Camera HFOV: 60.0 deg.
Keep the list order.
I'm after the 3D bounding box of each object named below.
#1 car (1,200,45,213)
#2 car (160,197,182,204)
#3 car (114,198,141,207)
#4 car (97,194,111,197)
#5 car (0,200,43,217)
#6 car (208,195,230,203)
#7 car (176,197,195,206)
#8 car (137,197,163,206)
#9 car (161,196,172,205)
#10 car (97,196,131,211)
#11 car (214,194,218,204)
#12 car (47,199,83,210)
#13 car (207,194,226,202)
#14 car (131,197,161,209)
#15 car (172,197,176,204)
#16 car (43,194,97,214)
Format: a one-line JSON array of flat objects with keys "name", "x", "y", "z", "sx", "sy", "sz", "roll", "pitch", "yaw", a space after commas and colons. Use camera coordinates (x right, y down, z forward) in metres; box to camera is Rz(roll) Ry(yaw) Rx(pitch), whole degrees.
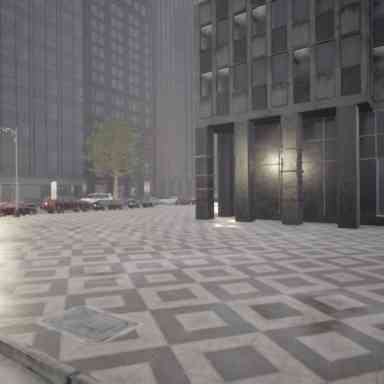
[{"name": "car", "x": -19.945, "y": 1.641, "z": 39.410, "sx": 1.947, "sy": 1.339, "sz": 4.313, "roll": -1, "pitch": 0, "yaw": 35}, {"name": "car", "x": -3.913, "y": 1.574, "z": 62.606, "sx": 1.947, "sy": 1.339, "sz": 4.313, "roll": -1, "pitch": 0, "yaw": 35}, {"name": "car", "x": -10.326, "y": 1.612, "z": 53.327, "sx": 1.802, "sy": 1.307, "sz": 4.206, "roll": -1, "pitch": 0, "yaw": 35}, {"name": "car", "x": -13.103, "y": 1.243, "z": 44.457, "sx": 2.150, "sy": 2.045, "sz": 5.566, "roll": -1, "pitch": -1, "yaw": 34}, {"name": "car", "x": -16.141, "y": 1.576, "z": 29.921, "sx": 1.802, "sy": 1.307, "sz": 4.206, "roll": -1, "pitch": 0, "yaw": 35}, {"name": "car", "x": 5.368, "y": 1.416, "z": 65.565, "sx": 2.128, "sy": 1.511, "sz": 4.902, "roll": -1, "pitch": 0, "yaw": 35}, {"name": "car", "x": -0.111, "y": 1.462, "z": 53.114, "sx": 1.887, "sy": 1.381, "sz": 4.507, "roll": -1, "pitch": 0, "yaw": 35}, {"name": "car", "x": -7.217, "y": 1.544, "z": 57.826, "sx": 1.752, "sy": 1.417, "sz": 4.829, "roll": -1, "pitch": 0, "yaw": 35}, {"name": "car", "x": -4.000, "y": 1.507, "z": 57.501, "sx": 1.812, "sy": 1.442, "sz": 4.674, "roll": -1, "pitch": -1, "yaw": 35}, {"name": "car", "x": -9.729, "y": 1.524, "z": 39.199, "sx": 1.947, "sy": 1.339, "sz": 4.313, "roll": -1, "pitch": 0, "yaw": 35}, {"name": "car", "x": 3.093, "y": 1.222, "z": 57.754, "sx": 2.192, "sy": 1.841, "sz": 5.009, "roll": -1, "pitch": 0, "yaw": 35}, {"name": "car", "x": -16.739, "y": 1.641, "z": 44.049, "sx": 1.802, "sy": 1.307, "sz": 4.206, "roll": -1, "pitch": 0, "yaw": 35}, {"name": "car", "x": 5.705, "y": 1.296, "z": 76.524, "sx": 2.192, "sy": 1.841, "sz": 5.009, "roll": -1, "pitch": 0, "yaw": 35}, {"name": "car", "x": -6.523, "y": 1.508, "z": 43.836, "sx": 1.947, "sy": 1.339, "sz": 4.313, "roll": -1, "pitch": 0, "yaw": 35}, {"name": "car", "x": -0.908, "y": 1.507, "z": 56.479, "sx": 1.994, "sy": 1.385, "sz": 4.181, "roll": -1, "pitch": 0, "yaw": 35}, {"name": "car", "x": -12.937, "y": 1.289, "z": 34.561, "sx": 2.192, "sy": 1.841, "sz": 5.009, "roll": -1, "pitch": 0, "yaw": 35}]
